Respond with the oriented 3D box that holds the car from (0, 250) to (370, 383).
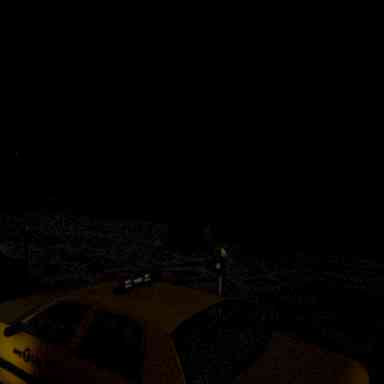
[{"bbox_3d":[-0.785,1.525,3.526,4.829,1.417,1.752,0,0,36],"label":"car"}]
